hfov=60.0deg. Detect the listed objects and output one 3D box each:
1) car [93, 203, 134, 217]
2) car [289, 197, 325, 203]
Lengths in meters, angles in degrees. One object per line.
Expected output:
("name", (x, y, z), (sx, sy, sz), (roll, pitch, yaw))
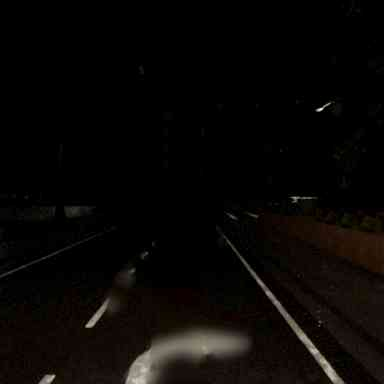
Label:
("car", (-9.012, 2.018, 38.016), (5.008, 1.535, 1.882), (-1, -2, 21))
("car", (12.716, 1.530, 34.637), (5.566, 2.045, 2.150), (0, 0, 5))
